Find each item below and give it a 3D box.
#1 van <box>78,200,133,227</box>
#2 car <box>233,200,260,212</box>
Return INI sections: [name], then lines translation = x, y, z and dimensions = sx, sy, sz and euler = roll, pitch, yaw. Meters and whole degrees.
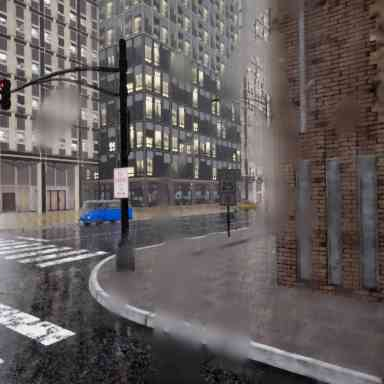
[van]
translation = -6.031, 1.460, 23.500
dimensions = 1.690, 1.788, 3.998
euler = -2, -1, 36
[car]
translation = 6.805, 1.689, 41.409
dimensions = 1.752, 1.417, 4.829
euler = -2, -1, 36
